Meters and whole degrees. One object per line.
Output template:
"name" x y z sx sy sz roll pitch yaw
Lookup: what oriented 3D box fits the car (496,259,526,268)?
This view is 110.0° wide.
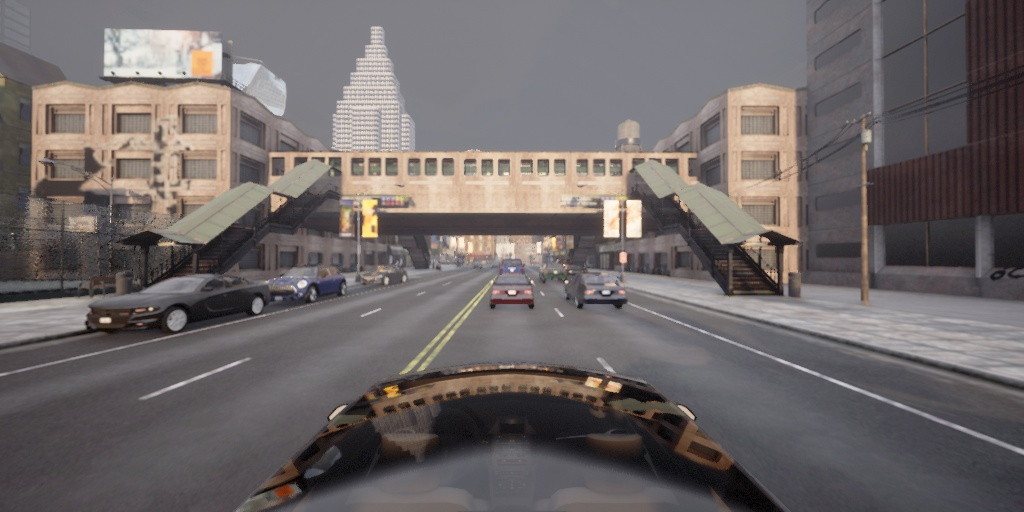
"car" 0.001 1.236 30.872 2.150 2.045 5.566 0 0 0

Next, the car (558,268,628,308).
"car" 3.500 1.428 15.838 2.033 1.411 5.357 0 0 0

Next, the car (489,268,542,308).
"car" 0.000 1.428 15.838 2.033 1.411 5.357 0 0 0

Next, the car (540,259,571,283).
"car" 3.503 1.370 30.932 2.097 1.767 4.553 0 -1 0
